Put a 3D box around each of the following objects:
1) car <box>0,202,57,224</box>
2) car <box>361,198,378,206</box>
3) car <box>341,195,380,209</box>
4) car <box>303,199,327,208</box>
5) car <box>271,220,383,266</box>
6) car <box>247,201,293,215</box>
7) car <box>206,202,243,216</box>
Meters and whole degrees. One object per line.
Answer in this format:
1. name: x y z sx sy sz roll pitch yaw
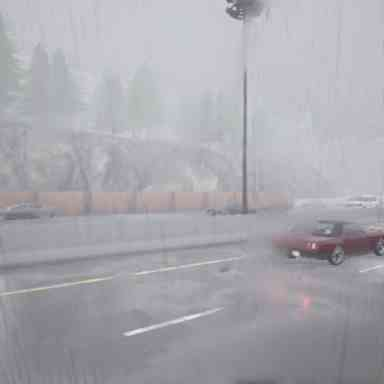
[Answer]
1. car: -12.791 1.541 25.005 4.902 1.511 2.128 0 0 -36
2. car: 32.152 1.781 60.129 1.812 1.442 4.674 0 0 39
3. car: 18.180 1.372 35.731 5.566 2.045 2.150 1 -1 -41
4. car: 18.702 1.795 50.582 4.718 1.301 1.895 0 0 -44
5. car: 5.047 1.648 11.748 4.718 1.301 1.895 0 0 -37
6. car: 7.524 1.590 31.437 5.008 1.535 1.882 1 0 -38
7. car: 3.904 1.657 33.054 5.357 1.411 2.033 0 0 -38
